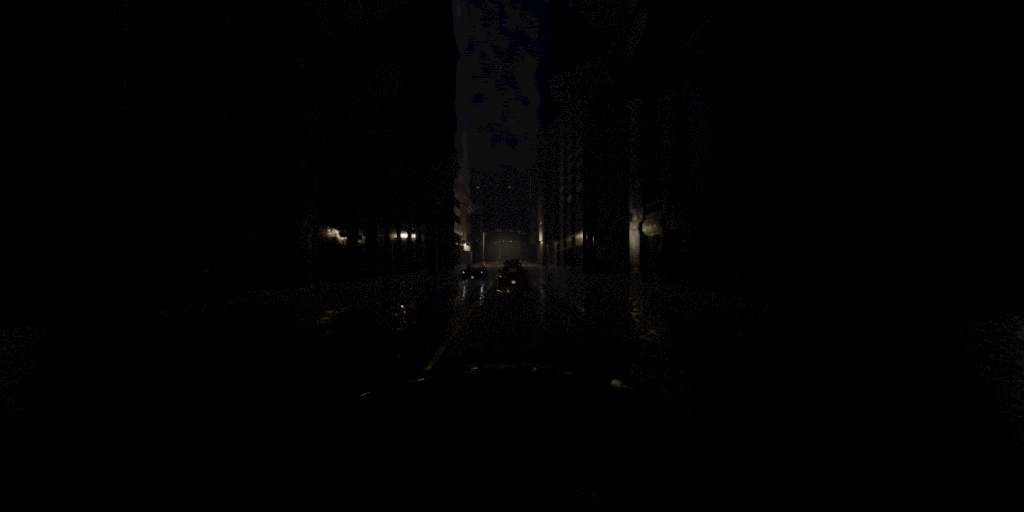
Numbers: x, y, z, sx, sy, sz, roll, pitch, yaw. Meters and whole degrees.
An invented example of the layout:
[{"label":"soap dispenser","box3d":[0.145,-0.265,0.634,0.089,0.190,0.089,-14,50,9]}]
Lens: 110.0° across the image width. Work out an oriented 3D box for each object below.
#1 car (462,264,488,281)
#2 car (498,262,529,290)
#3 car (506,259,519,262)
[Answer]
[{"label":"car","box3d":[-3.121,1.383,30.539,1.895,1.301,4.718,0,0,0]},{"label":"car","box3d":[0.083,1.298,22.758,1.812,1.442,4.674,0,0,0]},{"label":"car","box3d":[0.062,1.154,41.392,2.097,1.767,4.553,0,0,0]}]
